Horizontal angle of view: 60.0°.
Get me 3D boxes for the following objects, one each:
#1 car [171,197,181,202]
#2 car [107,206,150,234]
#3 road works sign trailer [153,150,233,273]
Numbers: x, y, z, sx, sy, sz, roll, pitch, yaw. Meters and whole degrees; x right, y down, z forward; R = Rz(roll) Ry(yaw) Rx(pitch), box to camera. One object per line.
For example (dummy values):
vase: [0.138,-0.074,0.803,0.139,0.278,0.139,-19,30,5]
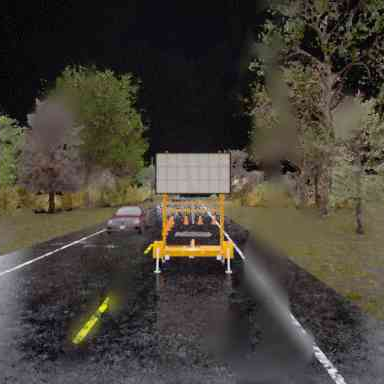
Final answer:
car: [-3.291,1.675,69.573,2.033,1.411,5.357,0,0,0]
car: [-3.542,1.539,19.263,1.812,1.442,4.674,0,0,0]
road works sign trailer: [0.036,0.469,10.689,2.380,3.560,2.880,0,0,0]
